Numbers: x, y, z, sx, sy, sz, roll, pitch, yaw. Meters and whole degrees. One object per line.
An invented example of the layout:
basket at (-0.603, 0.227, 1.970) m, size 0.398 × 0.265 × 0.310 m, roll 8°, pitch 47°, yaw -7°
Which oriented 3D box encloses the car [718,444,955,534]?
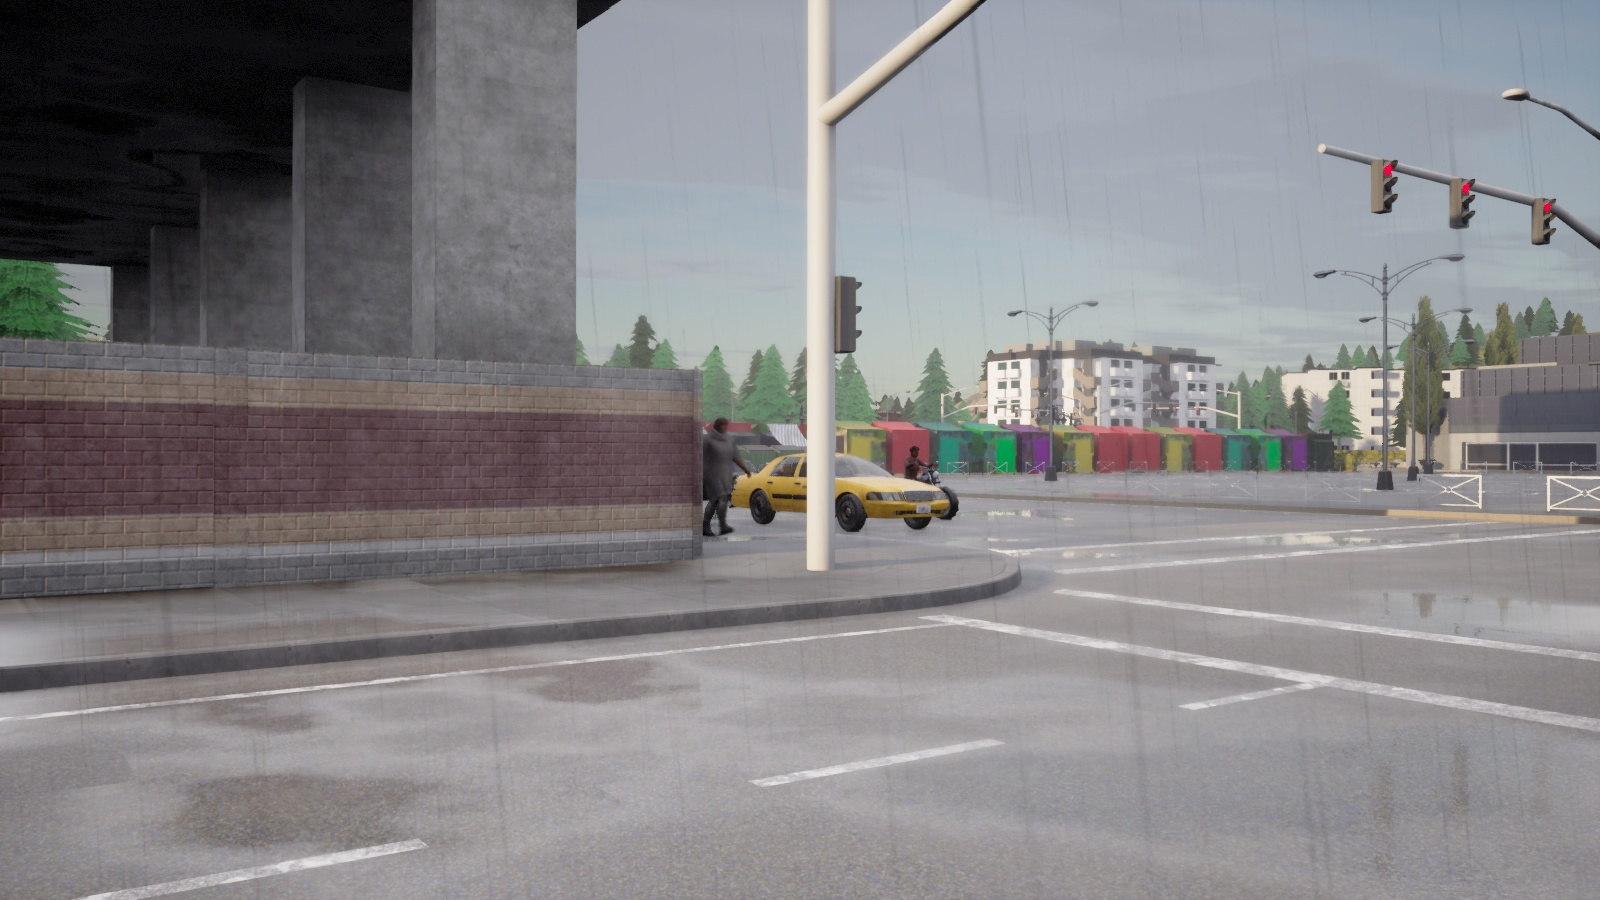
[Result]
car at (0.561, 0.688, 24.736) m, size 1.801 × 1.575 × 5.366 m, roll 0°, pitch 0°, yaw -35°

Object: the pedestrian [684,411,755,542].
pedestrian at (-1.236, 0.396, 19.277) m, size 0.873 × 1.952 × 0.659 m, roll 0°, pitch 0°, yaw 44°

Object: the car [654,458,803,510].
car at (-2.041, 0.879, 34.541) m, size 1.895 × 1.301 × 4.718 m, roll 0°, pitch 0°, yaw -35°

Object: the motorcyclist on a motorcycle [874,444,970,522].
motorcyclist on a motorcycle at (2.673, 0.702, 27.821) m, size 0.766 × 1.649 × 2.350 m, roll 0°, pitch 0°, yaw -35°
